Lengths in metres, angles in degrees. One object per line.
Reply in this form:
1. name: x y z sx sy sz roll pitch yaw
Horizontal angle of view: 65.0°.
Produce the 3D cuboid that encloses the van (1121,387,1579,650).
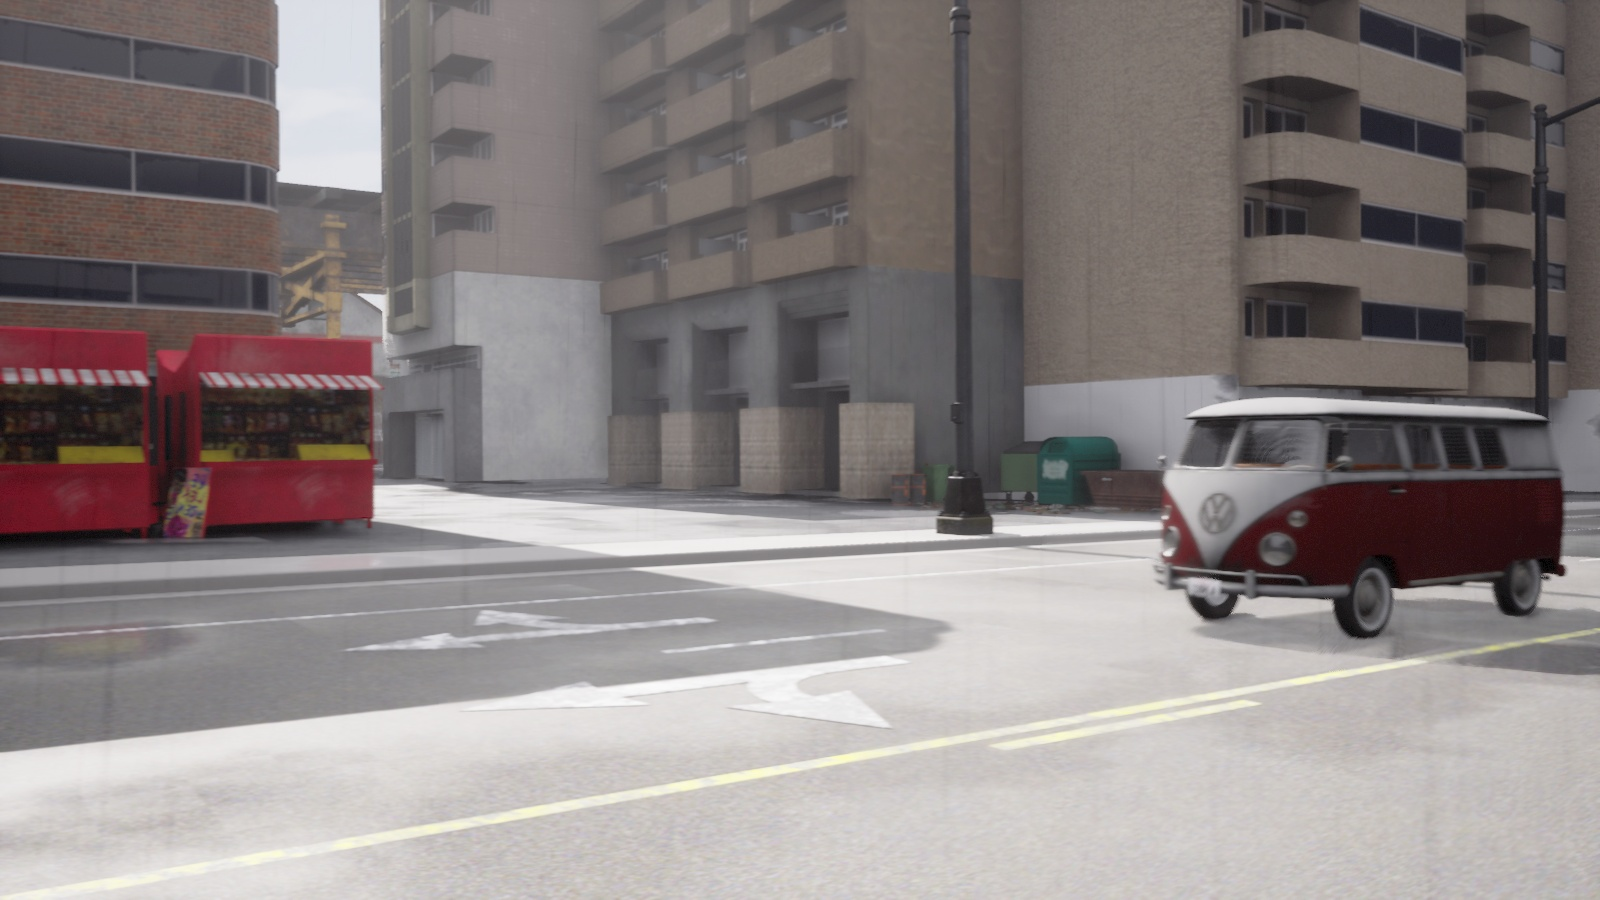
1. van: 5.129 0.525 11.493 4.442 1.987 1.775 0 0 -35
